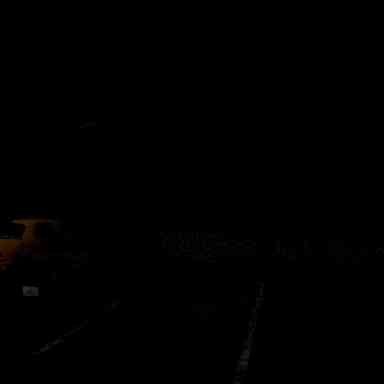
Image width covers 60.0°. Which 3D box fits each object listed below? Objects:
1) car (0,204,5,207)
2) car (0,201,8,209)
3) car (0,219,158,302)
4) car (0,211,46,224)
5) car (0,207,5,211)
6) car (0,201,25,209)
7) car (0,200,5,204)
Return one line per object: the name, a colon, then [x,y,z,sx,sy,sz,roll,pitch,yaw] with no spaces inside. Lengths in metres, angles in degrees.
car: [-9.609,1.481,14.006,1.946,1.575,5.366,0,-1,16]
car: [-39.680,2.590,66.471,5.366,1.575,1.946,0,-2,15]
car: [-2.425,1.514,8.641,2.163,1.488,4.792,1,-1,15]
car: [-4.792,1.483,10.568,1.946,1.575,5.366,0,-1,16]
car: [-7.238,1.482,12.105,2.097,1.535,5.008,0,-1,15]
car: [-37.537,2.725,69.211,4.792,1.488,2.163,0,-2,15]
car: [-29.744,2.278,48.389,5.366,1.575,1.946,2,-2,15]
